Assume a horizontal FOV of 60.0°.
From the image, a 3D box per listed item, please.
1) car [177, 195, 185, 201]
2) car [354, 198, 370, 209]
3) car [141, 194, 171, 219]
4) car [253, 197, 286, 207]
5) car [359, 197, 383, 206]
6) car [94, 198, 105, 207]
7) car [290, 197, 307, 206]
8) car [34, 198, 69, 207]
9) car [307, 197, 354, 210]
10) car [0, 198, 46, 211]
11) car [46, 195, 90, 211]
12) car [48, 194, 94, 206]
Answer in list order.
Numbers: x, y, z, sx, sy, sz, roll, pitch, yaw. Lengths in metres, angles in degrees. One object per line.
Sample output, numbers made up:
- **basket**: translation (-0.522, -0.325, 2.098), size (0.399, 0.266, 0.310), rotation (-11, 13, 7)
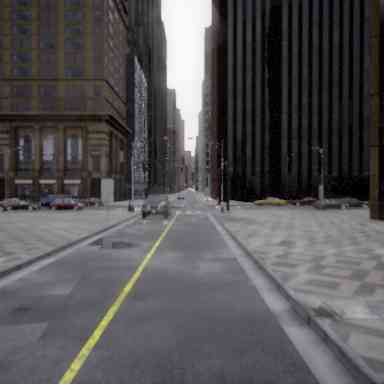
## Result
- **car**: translation (-2.969, 1.456, 87.832), size (1.882, 1.535, 5.008), rotation (0, 0, 0)
- **car**: translation (21.003, 1.465, 44.177), size (4.892, 1.490, 1.837), rotation (0, 1, 0)
- **car**: translation (-3.027, 1.214, 29.308), size (2.150, 2.045, 5.566), rotation (0, 0, 1)
- **car**: translation (11.607, 1.415, 49.910), size (4.829, 1.417, 1.752), rotation (0, 1, 0)
- **car**: translation (27.677, 1.421, 49.959), size (4.313, 1.339, 1.947), rotation (0, 1, 0)
- **car**: translation (-15.313, 1.525, 49.831), size (4.403, 1.369, 2.008), rotation (0, 1, 0)
- **car**: translation (17.077, 1.421, 49.927), size (4.507, 1.381, 1.887), rotation (0, 1, 0)
- **car**: translation (-20.984, 1.561, 49.814), size (4.313, 1.339, 1.947), rotation (0, 1, 0)
- **car**: translation (17.174, 1.557, 41.403), size (4.403, 1.369, 2.008), rotation (0, 1, 0)
- **car**: translation (-20.988, 1.676, 41.290), size (4.403, 1.369, 2.008), rotation (0, 1, 0)
- **car**: translation (-15.318, 1.544, 41.305), size (4.097, 1.590, 1.967), rotation (0, 1, 0)
- **car**: translation (-16.460, 1.388, 44.065), size (5.566, 2.045, 2.150), rotation (1, 1, 0)
